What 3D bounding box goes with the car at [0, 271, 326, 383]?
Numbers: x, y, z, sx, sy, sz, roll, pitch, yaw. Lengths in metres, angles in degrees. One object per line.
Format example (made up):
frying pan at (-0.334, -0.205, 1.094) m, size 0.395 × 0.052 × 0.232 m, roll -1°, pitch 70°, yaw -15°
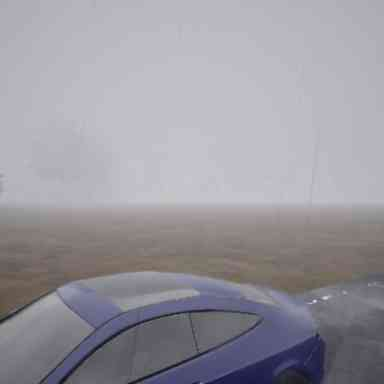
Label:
car at (-0.734, 1.530, 2.838) m, size 4.674 × 1.442 × 1.812 m, roll 0°, pitch 0°, yaw -35°
